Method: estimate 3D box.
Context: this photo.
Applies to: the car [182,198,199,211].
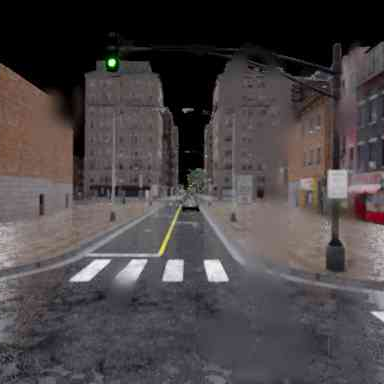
[{"bbox_3d":[-0.171,1.435,38.844,1.994,1.385,4.181,0,0,-1],"label":"car"}]
